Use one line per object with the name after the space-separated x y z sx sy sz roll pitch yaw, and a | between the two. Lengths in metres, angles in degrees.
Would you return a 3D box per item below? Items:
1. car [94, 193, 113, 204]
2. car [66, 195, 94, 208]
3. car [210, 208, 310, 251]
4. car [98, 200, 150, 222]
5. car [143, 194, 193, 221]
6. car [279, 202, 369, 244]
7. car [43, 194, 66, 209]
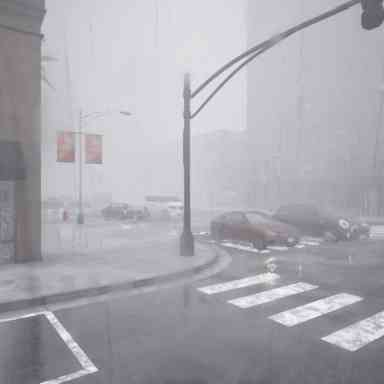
-15.480 1.130 57.180 2.150 2.045 5.566 0 0 -36 | car
-15.461 1.456 45.778 1.812 1.442 4.674 0 0 -35 | car
2.513 1.515 14.385 1.812 1.442 4.674 0 0 -30 | car
-5.464 1.568 26.249 1.895 1.301 4.718 0 0 -36 | car
-2.199 1.185 27.279 2.150 2.045 5.566 0 0 -36 | car
5.942 1.337 15.972 2.097 1.767 4.553 0 0 -36 | car
-18.696 1.440 44.722 1.837 1.490 4.892 0 0 -35 | car
